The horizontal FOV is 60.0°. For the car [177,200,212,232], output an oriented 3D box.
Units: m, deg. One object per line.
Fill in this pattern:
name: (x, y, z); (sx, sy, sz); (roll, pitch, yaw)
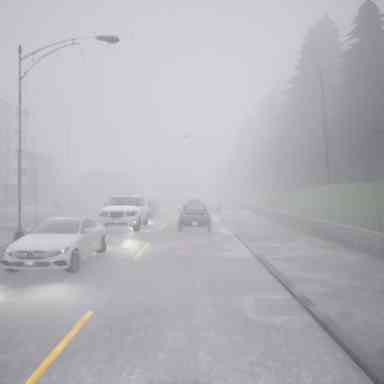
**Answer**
car: (0.151, 1.442, 19.899); (2.128, 1.511, 4.902); (0, 0, 0)

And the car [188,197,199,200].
car: (0.216, 1.400, 42.798); (1.837, 1.490, 4.892); (0, 0, 0)

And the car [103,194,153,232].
car: (-3.947, 1.155, 20.136); (2.150, 2.045, 5.566); (0, 0, 0)

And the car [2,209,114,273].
car: (-4.066, 1.496, 10.667); (1.812, 1.442, 4.674); (0, 0, 0)

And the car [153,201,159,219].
car: (-3.954, 1.473, 28.635); (2.033, 1.411, 5.357); (0, 0, 1)
